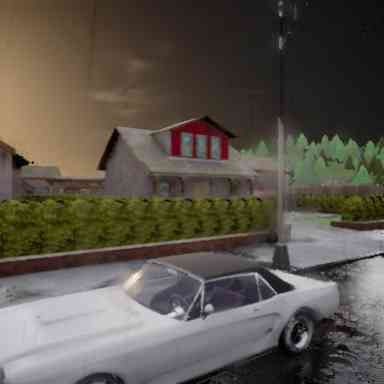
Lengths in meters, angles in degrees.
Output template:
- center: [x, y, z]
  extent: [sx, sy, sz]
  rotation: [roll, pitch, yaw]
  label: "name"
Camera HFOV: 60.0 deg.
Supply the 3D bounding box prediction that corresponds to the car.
- center: [-0.153, 1.603, 4.494]
  extent: [4.718, 1.301, 1.895]
  rotation: [0, 0, -36]
  label: "car"
